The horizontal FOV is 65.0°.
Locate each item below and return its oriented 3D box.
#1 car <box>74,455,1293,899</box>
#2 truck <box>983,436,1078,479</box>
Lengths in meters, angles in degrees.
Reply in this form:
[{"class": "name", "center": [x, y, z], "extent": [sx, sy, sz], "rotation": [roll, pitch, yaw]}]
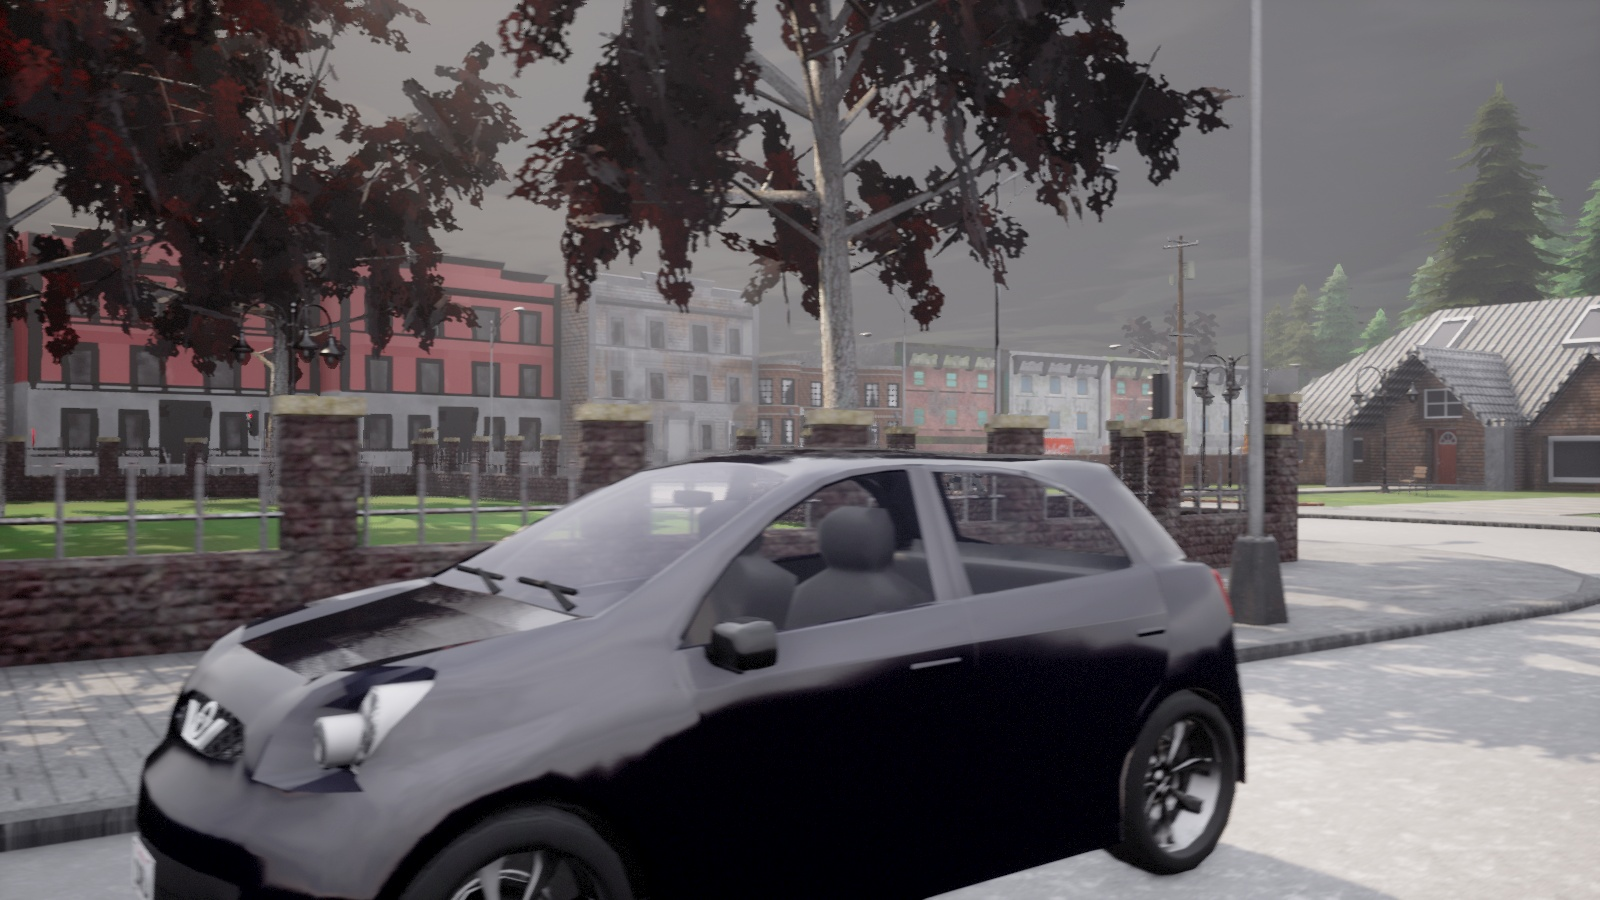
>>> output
[{"class": "car", "center": [-0.218, 0.770, 4.204], "extent": [3.633, 1.501, 1.845], "rotation": [0, 0, -37]}, {"class": "truck", "center": [13.604, 0.427, 74.039], "extent": [5.204, 2.467, 2.627], "rotation": [0, 0, -35]}]
